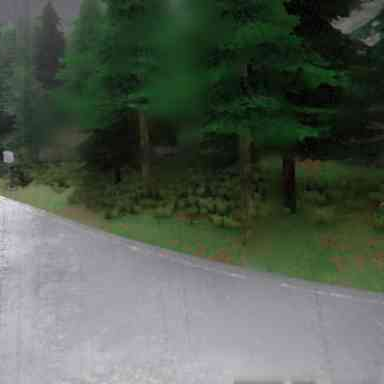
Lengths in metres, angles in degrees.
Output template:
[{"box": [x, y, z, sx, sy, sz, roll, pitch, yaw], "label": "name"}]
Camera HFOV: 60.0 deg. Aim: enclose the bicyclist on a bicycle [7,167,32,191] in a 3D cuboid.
[{"box": [-11.835, -0.965, 22.606, 0.582, 1.620, 1.656, 6, 23, 45], "label": "bicyclist on a bicycle"}]
